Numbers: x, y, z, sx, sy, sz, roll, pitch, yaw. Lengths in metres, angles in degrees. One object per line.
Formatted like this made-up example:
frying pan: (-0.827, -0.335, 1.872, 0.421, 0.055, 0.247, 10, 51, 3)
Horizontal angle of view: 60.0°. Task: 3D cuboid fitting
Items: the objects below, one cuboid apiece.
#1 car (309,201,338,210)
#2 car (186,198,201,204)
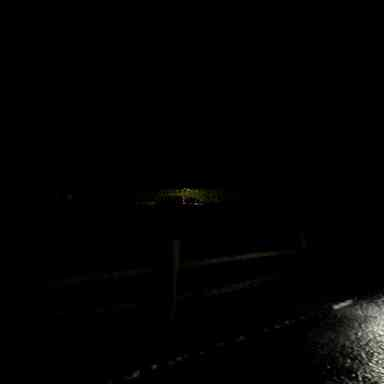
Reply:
car: (21.129, 2.142, 53.541, 1.812, 1.442, 4.674, 0, 1, -36)
car: (0.290, 2.162, 82.789, 1.837, 1.490, 4.892, 0, 0, -35)
